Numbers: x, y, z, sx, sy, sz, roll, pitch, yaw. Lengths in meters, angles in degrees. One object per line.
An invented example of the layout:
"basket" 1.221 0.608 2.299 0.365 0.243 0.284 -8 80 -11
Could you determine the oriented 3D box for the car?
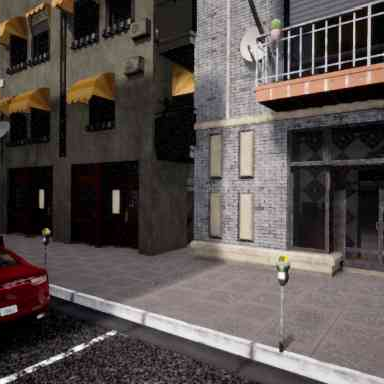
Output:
"car" -4.405 1.544 6.015 4.507 1.381 1.887 0 1 36
